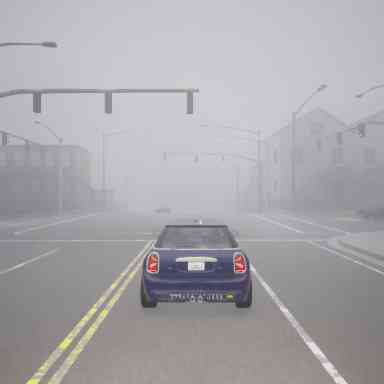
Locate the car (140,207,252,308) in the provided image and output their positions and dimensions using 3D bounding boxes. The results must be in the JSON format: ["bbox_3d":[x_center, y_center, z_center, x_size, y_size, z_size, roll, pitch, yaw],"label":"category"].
[{"bbox_3d":[0.091,1.352,8.092,2.097,1.767,4.553,0,0,0],"label":"car"}]

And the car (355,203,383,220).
[{"bbox_3d":[16.624,1.547,27.680,5.357,1.411,2.033,0,0,-1],"label":"car"}]

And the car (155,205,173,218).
[{"bbox_3d":[-3.564,2.570,42.575,1.895,1.301,4.718,0,-8,0],"label":"car"}]
